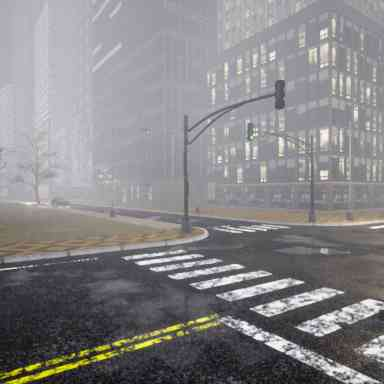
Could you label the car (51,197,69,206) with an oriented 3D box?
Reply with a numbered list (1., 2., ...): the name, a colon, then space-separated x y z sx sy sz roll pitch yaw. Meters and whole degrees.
1. car: -21.611 1.553 54.287 2.033 1.411 5.357 0 0 -35
